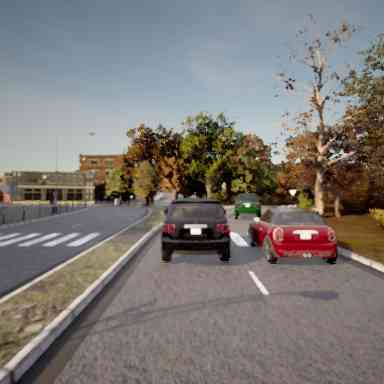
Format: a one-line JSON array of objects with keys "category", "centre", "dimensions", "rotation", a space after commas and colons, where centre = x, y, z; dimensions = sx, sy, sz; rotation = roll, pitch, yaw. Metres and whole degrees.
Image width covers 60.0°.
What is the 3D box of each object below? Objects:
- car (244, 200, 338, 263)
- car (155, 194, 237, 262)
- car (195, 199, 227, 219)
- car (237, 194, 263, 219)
[{"category": "car", "centre": [3.368, 1.324, 11.954], "dimensions": [2.097, 1.767, 4.553], "rotation": [0, 0, 0]}, {"category": "car", "centre": [0.117, 1.196, 12.092], "dimensions": [2.150, 2.045, 5.566], "rotation": [0, 0, 0]}, {"category": "car", "centre": [1.790, 1.443, 29.422], "dimensions": [2.128, 1.511, 4.902], "rotation": [0, 0, 12]}, {"category": "car", "centre": [4.821, 1.153, 28.342], "dimensions": [2.150, 2.045, 5.566], "rotation": [0, 0, 11]}]
